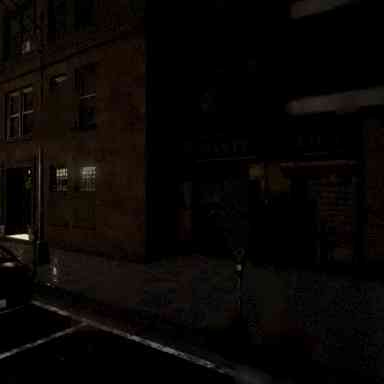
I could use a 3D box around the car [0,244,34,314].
[{"bbox_3d":[-4.837,1.551,6.518,4.403,1.369,2.008,0,0,35],"label":"car"}]
